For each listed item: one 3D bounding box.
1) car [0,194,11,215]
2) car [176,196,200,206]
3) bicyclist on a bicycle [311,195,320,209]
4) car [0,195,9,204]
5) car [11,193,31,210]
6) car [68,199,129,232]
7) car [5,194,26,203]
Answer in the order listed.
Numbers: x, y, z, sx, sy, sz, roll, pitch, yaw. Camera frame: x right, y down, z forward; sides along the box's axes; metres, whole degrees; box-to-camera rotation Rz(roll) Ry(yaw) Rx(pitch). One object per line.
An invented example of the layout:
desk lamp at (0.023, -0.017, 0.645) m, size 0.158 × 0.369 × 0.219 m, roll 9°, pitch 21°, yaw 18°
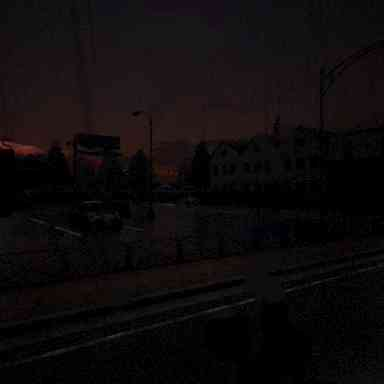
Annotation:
car at (-17.864, 1.113, 29.885) m, size 1.932 × 1.855 × 4.605 m, roll 0°, pitch 0°, yaw -36°
car at (-0.586, 1.349, 50.252) m, size 1.812 × 1.442 × 4.674 m, roll 0°, pitch 0°, yaw -35°
bicyclist on a bicycle at (13.719, 1.124, 36.870) m, size 1.656 × 1.620 × 0.582 m, roll 0°, pitch 0°, yaw -35°
car at (-39.139, 1.495, 66.149) m, size 4.611 × 1.667 × 2.242 m, roll 0°, pitch 0°, yaw -36°
car at (-19.776, 1.092, 38.195) m, size 1.905 × 1.878 × 3.866 m, roll 0°, pitch 0°, yaw -36°
car at (-5.261, 1.248, 17.929) m, size 1.970 × 1.475 × 3.806 m, roll 0°, pitch 0°, yaw -36°
car at (-38.912, 1.328, 73.278) m, size 3.866 × 1.878 × 1.905 m, roll 0°, pitch 0°, yaw -36°
